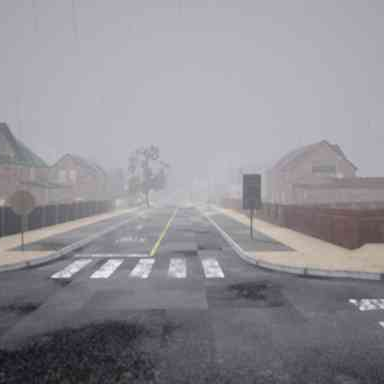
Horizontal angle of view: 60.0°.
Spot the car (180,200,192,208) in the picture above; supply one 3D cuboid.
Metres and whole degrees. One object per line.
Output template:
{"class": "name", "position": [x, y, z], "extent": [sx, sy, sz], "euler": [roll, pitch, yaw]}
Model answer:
{"class": "car", "position": [-1.030, 2.031, 58.169], "extent": [1.994, 1.385, 4.181], "euler": [0, -1, -2]}

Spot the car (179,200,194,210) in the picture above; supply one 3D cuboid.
{"class": "car", "position": [-0.814, 1.875, 48.143], "extent": [1.812, 1.442, 4.674], "euler": [0, -1, -1]}
